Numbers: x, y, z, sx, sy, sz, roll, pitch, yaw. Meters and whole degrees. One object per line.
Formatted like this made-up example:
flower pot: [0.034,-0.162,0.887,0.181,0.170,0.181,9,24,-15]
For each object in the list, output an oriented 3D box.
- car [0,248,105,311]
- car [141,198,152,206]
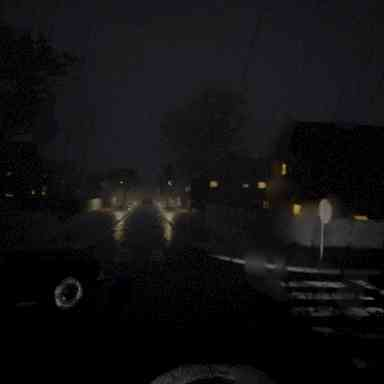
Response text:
car: [-4.127,1.509,6.210,4.718,1.301,1.895,3,0,-32]
car: [-8.455,1.786,62.453,1.882,1.535,5.008,1,-1,-8]
